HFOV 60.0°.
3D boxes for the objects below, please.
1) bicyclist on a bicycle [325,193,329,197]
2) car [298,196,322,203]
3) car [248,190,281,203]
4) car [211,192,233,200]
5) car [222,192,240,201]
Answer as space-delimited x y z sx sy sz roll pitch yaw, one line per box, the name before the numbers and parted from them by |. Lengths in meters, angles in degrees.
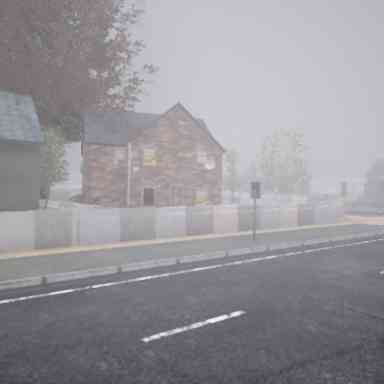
bicyclist on a bicycle | 16.814 0.991 41.386 1.656 1.620 0.582 1 0 -20
car | 12.970 1.141 34.803 2.128 1.511 4.902 1 0 -20
car | 9.541 0.711 44.215 2.150 2.045 5.566 1 1 -20
car | 5.599 0.780 63.607 2.033 1.411 5.357 1 0 -20
car | 5.887 0.866 54.254 2.033 1.411 5.357 1 1 -20
